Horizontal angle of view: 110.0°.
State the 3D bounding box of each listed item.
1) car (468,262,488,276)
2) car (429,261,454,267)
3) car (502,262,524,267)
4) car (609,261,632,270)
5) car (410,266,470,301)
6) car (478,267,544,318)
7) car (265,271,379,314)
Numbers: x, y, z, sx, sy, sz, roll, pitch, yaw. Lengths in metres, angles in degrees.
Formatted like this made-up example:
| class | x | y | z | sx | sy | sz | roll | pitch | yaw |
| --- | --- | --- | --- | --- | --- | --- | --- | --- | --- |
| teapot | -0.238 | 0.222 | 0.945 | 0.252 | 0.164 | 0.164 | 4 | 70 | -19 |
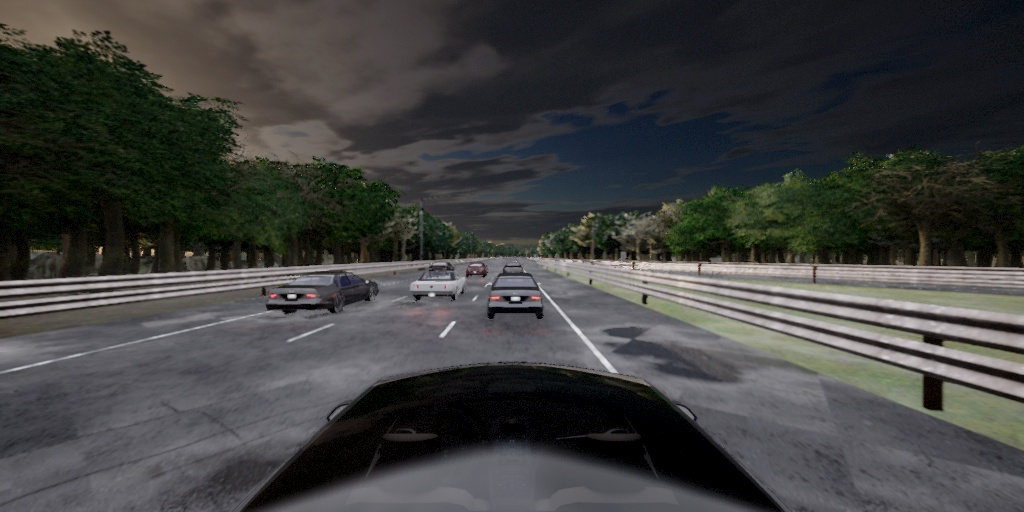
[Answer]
| class | x | y | z | sx | sy | sz | roll | pitch | yaw |
| --- | --- | --- | --- | --- | --- | --- | --- | --- | --- |
| car | -3.395 | 1.311 | 35.140 | 1.812 | 1.442 | 4.674 | 0 | 0 | 0 |
| car | -6.895 | 1.253 | 35.580 | 1.882 | 1.535 | 5.008 | 0 | -1 | 0 |
| car | 0.104 | 1.275 | 33.871 | 2.128 | 1.511 | 4.902 | 0 | 0 | 0 |
| car | 17.264 | 1.483 | 57.279 | 1.812 | 1.442 | 4.674 | 0 | 0 | -17 |
| car | -3.404 | 1.358 | 17.444 | 1.895 | 1.301 | 4.718 | 0 | 0 | 0 |
| car | 0.103 | 1.302 | 13.020 | 2.033 | 1.411 | 5.357 | 0 | 0 | 0 |
| car | -6.902 | 1.289 | 13.750 | 2.033 | 1.411 | 5.357 | 0 | 1 | 0 |
